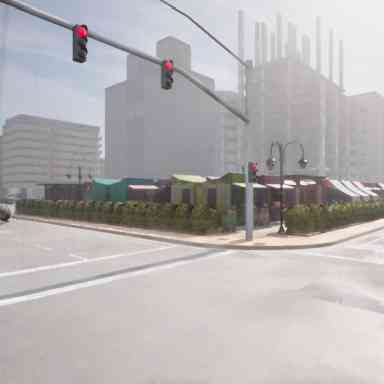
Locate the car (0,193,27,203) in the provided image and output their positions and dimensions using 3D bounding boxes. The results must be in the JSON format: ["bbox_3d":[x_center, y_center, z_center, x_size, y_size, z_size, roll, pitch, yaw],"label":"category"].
[{"bbox_3d":[-32.477,1.156,61.270,1.905,1.878,3.866,0,0,42],"label":"car"}]

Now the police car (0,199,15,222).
[{"bbox_3d":[-15.459,1.509,25.020,4.974,1.542,2.038,0,0,44],"label":"police car"}]
